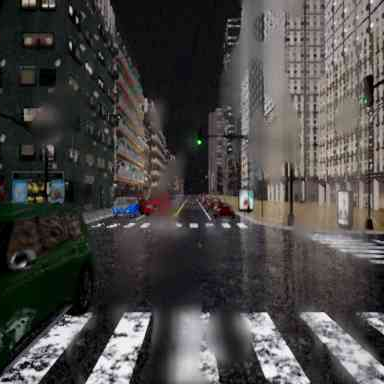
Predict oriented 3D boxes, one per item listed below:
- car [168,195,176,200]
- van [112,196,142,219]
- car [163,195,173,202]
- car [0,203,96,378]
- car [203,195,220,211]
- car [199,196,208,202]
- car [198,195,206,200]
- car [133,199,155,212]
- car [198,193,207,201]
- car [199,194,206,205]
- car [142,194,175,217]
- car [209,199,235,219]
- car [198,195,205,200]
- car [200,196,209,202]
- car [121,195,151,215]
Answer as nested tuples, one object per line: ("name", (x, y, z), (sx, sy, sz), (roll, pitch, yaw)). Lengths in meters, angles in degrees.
("car", (-5.709, 1.550, 95.108), (1.947, 1.339, 4.313), (0, 0, 0))
("van", (-5.689, 1.324, 28.777), (1.690, 1.788, 3.998), (0, 0, 0))
("car", (-5.703, 1.418, 78.525), (1.967, 1.590, 4.097), (0, 0, 0))
("car", (-3.001, 1.223, 4.572), (2.150, 2.045, 5.566), (0, 0, 0))
("car", (2.688, 1.418, 39.834), (1.967, 1.590, 4.097), (0, 0, 0))
("car", (2.676, 1.560, 78.527), (1.802, 1.307, 4.206), (0, 0, 0))
("car", (2.673, 1.532, 89.582), (2.008, 1.369, 4.403), (0, 0, 0))
("car", (-5.694, 1.523, 39.833), (1.887, 1.381, 4.507), (0, 0, 0))
("car", (2.676, 1.294, 84.054), (2.192, 1.841, 5.009), (0, 0, 0))
("car", (2.683, 1.415, 56.416), (1.967, 1.590, 4.097), (0, 0, 0))
("car", (-3.008, 1.221, 31.294), (2.150, 2.045, 5.566), (0, 0, 0))
("car", (2.690, 1.564, 28.778), (1.802, 1.307, 4.206), (0, 0, 0))
("car", (2.671, 1.566, 95.110), (1.802, 1.307, 4.206), (0, 0, 0))
("car", (2.678, 1.521, 72.999), (1.887, 1.381, 4.507), (0, 0, 0))
("car", (-5.690, 1.295, 34.304), (2.192, 1.841, 5.009), (0, 0, 0))
